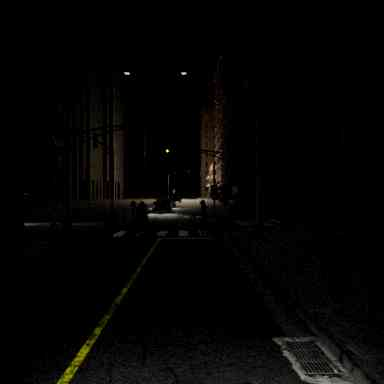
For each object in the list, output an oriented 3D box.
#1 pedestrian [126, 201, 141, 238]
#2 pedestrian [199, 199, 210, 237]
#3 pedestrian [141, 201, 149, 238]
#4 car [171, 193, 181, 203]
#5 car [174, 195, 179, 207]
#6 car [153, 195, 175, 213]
[{"bbox_3d":[-2.808,1.294,15.986,0.375,1.860,0.375,0,0,0],"label":"pedestrian"},{"bbox_3d":[0.596,1.294,16.603,0.375,1.860,0.375,0,0,0],"label":"pedestrian"},{"bbox_3d":[-2.547,1.294,17.187,0.375,1.860,0.375,0,0,0],"label":"pedestrian"},{"bbox_3d":[-3.333,1.226,67.627,2.150,2.045,5.566,0,0,0],"label":"car"},{"bbox_3d":[-3.323,1.528,48.634,1.812,1.442,4.674,0,0,0],"label":"car"},{"bbox_3d":[-3.274,1.479,37.812,1.882,1.535,5.008,0,0,0],"label":"car"}]
